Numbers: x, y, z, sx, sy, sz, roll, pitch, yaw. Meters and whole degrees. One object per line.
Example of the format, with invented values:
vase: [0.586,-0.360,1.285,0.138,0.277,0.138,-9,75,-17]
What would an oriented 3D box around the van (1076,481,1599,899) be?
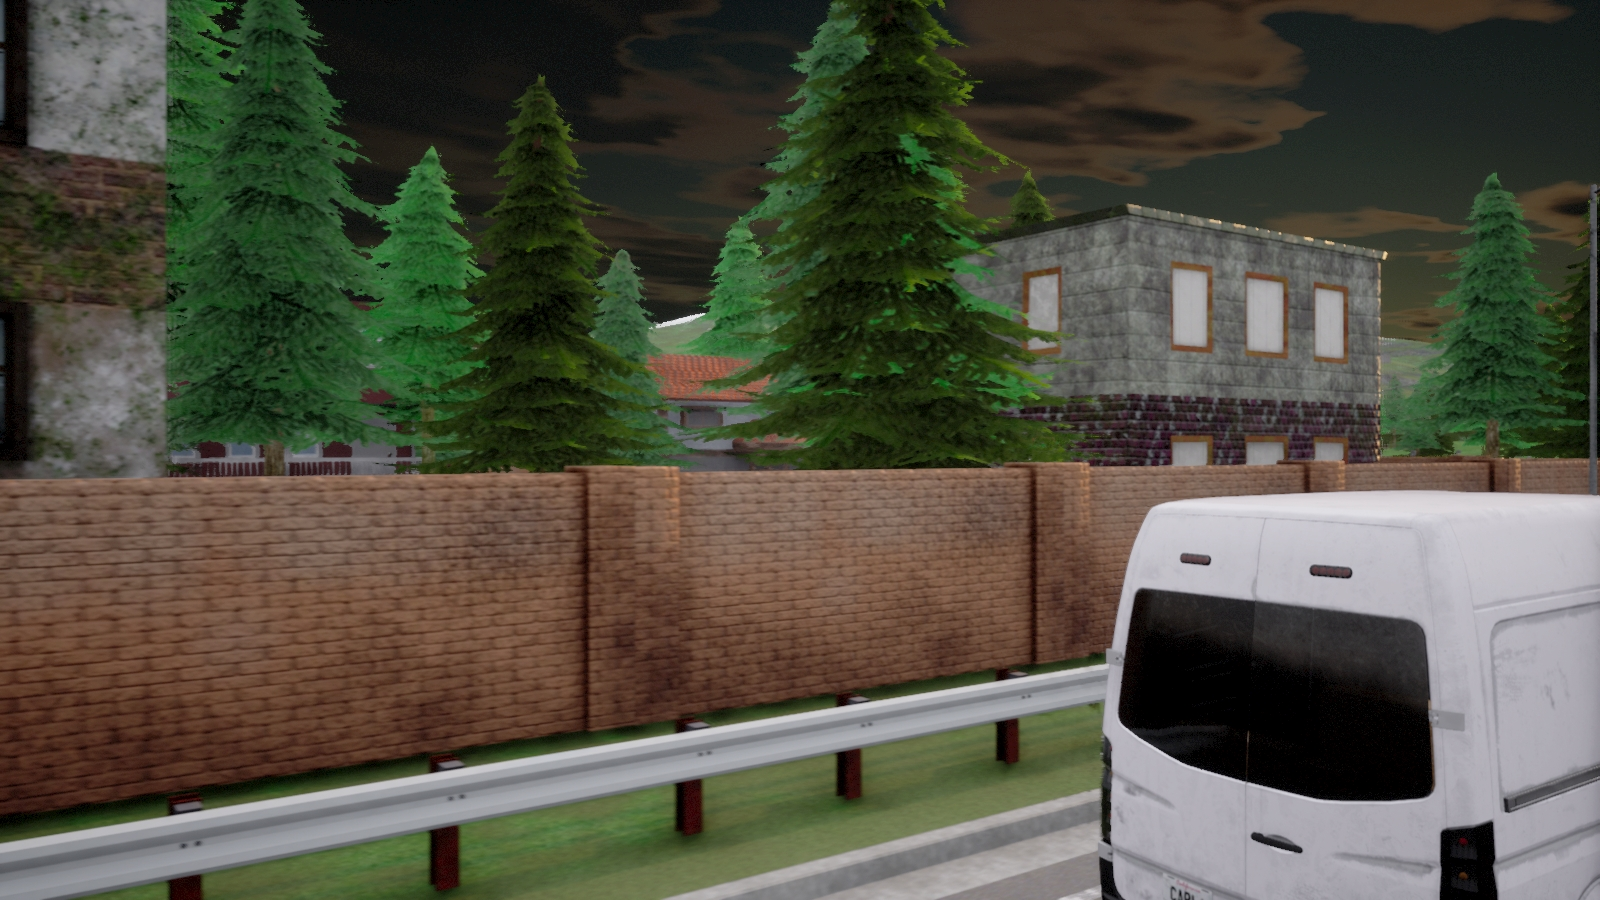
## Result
van: [4.449,1.533,6.903,5.915,2.561,1.988,0,0,-35]
